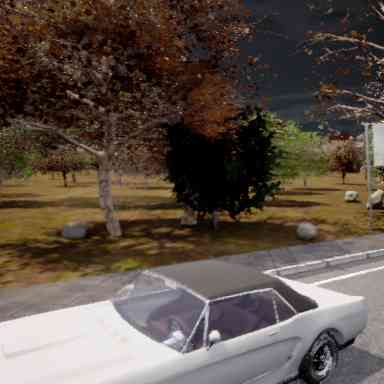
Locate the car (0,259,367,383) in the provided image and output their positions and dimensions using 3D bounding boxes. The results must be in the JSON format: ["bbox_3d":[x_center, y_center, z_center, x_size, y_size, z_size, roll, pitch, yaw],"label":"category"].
[{"bbox_3d":[-0.120,1.589,3.782,4.718,1.301,1.895,0,0,-34],"label":"car"}]
